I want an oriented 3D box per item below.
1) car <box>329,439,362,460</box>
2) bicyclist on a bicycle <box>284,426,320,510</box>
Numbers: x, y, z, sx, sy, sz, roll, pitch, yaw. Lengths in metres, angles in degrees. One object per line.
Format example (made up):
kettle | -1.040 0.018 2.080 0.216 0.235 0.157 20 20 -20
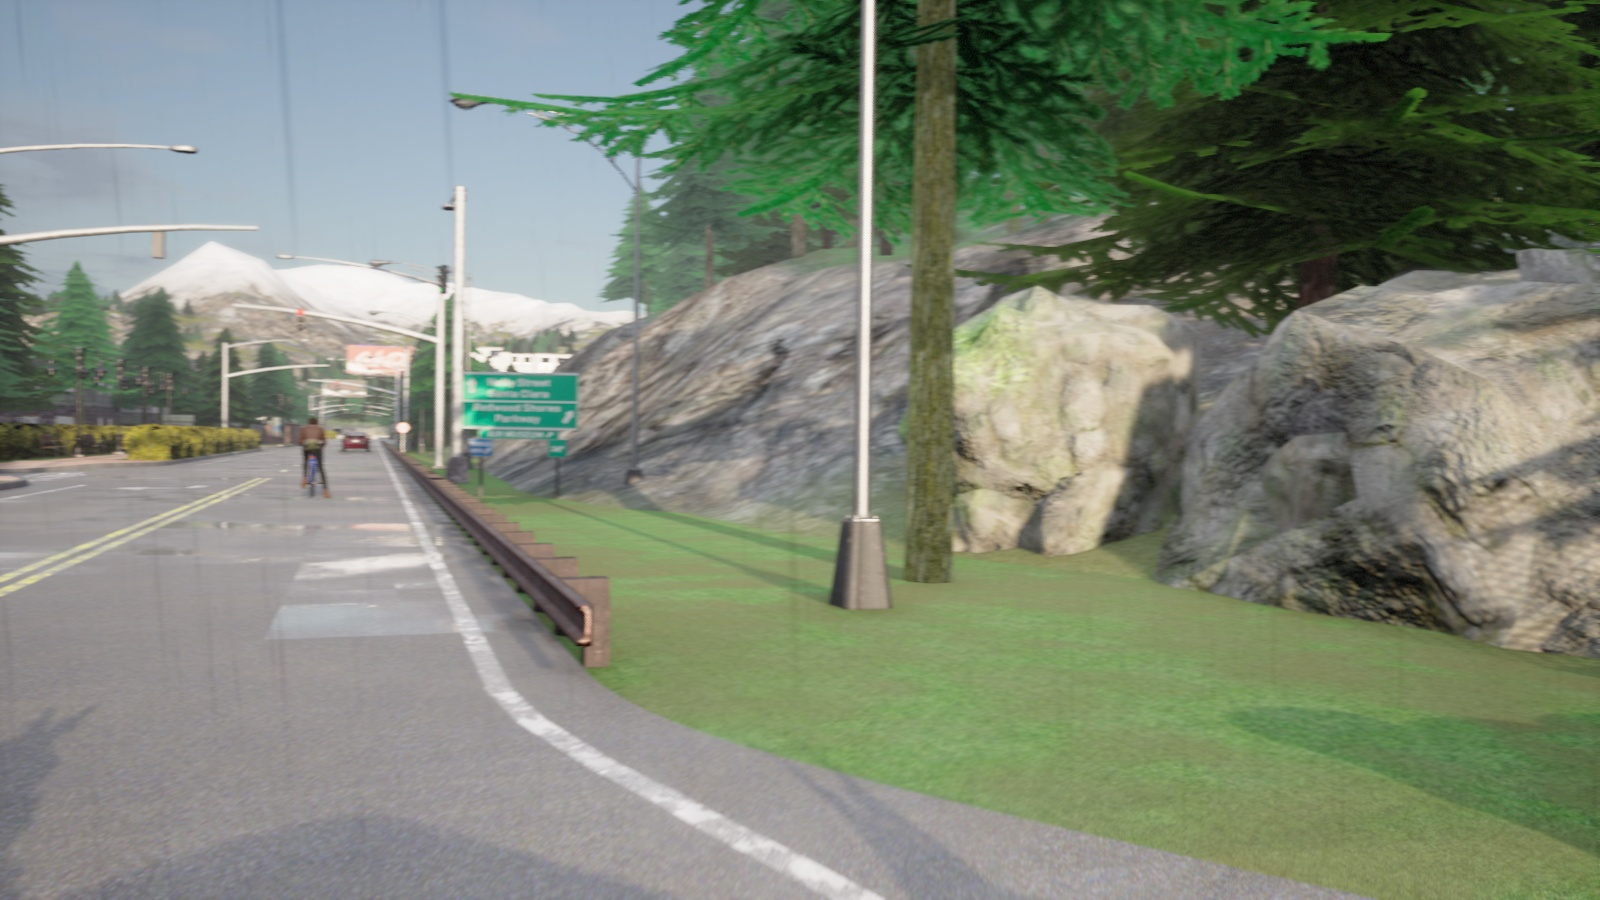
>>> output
car | -33.132 -0.036 91.608 2.163 1.488 4.792 0 0 -19
bicyclist on a bicycle | -9.897 0.339 25.001 0.582 1.620 1.656 0 0 -19
